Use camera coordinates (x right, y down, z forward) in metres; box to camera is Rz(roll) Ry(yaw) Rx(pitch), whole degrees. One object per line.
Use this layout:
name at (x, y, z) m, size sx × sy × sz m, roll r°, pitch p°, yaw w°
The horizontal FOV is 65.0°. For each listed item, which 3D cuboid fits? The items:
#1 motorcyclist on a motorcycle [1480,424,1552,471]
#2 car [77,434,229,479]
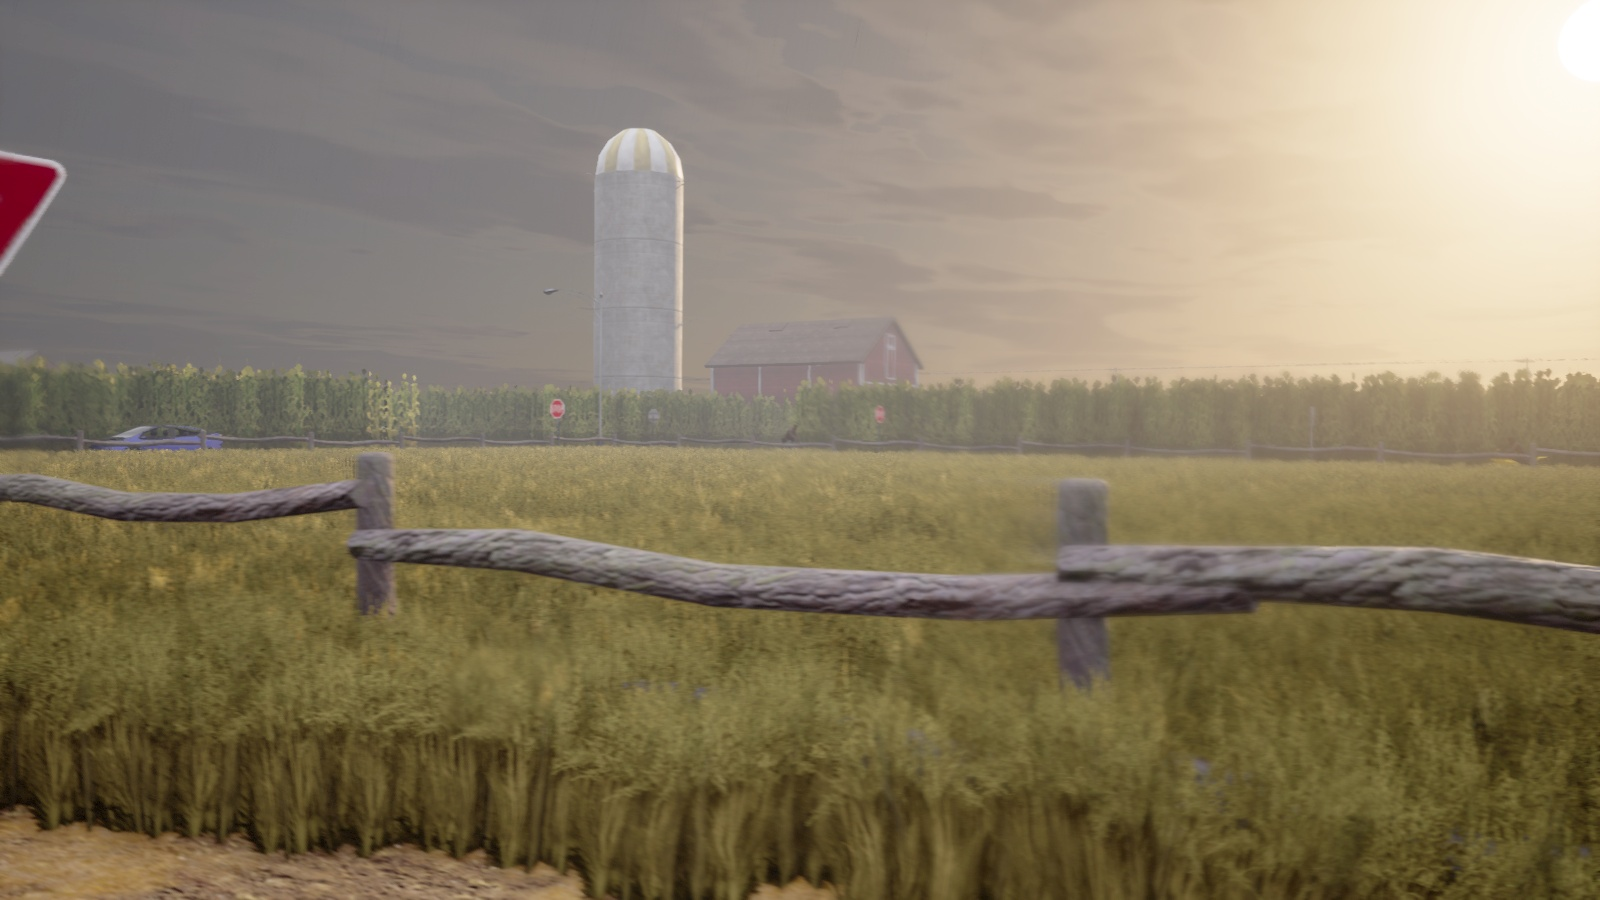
motorcyclist on a motorcycle at (24.087, -0.093, 42.271) m, size 2.044 × 1.523 × 0.797 m, roll 0°, pitch 1°, yaw 33°
car at (-23.736, 0.220, 46.218) m, size 2.007 × 1.525 × 4.514 m, roll 0°, pitch 1°, yaw 34°
